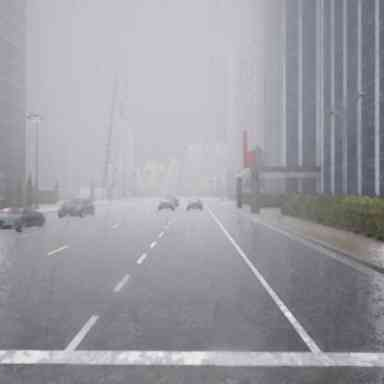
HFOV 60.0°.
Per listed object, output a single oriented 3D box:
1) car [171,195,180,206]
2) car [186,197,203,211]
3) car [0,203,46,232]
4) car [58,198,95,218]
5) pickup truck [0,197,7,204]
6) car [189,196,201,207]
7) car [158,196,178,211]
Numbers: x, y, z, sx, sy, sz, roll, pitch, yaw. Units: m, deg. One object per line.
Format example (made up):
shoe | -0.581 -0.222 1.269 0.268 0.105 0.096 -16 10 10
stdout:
car | -3.035 1.337 50.928 2.097 1.767 4.553 0 0 1
car | 0.355 1.515 40.559 1.812 1.442 4.674 0 0 1
car | -10.451 1.559 19.830 1.994 1.385 4.181 0 0 0
car | -10.338 1.344 30.036 2.097 1.767 4.553 0 0 0
pickup truck | -23.316 1.050 35.690 2.390 2.098 6.274 0 0 31
car | 0.461 1.464 50.977 1.882 1.535 5.008 0 0 1
car | -3.035 1.515 40.404 1.812 1.442 4.674 0 0 1
